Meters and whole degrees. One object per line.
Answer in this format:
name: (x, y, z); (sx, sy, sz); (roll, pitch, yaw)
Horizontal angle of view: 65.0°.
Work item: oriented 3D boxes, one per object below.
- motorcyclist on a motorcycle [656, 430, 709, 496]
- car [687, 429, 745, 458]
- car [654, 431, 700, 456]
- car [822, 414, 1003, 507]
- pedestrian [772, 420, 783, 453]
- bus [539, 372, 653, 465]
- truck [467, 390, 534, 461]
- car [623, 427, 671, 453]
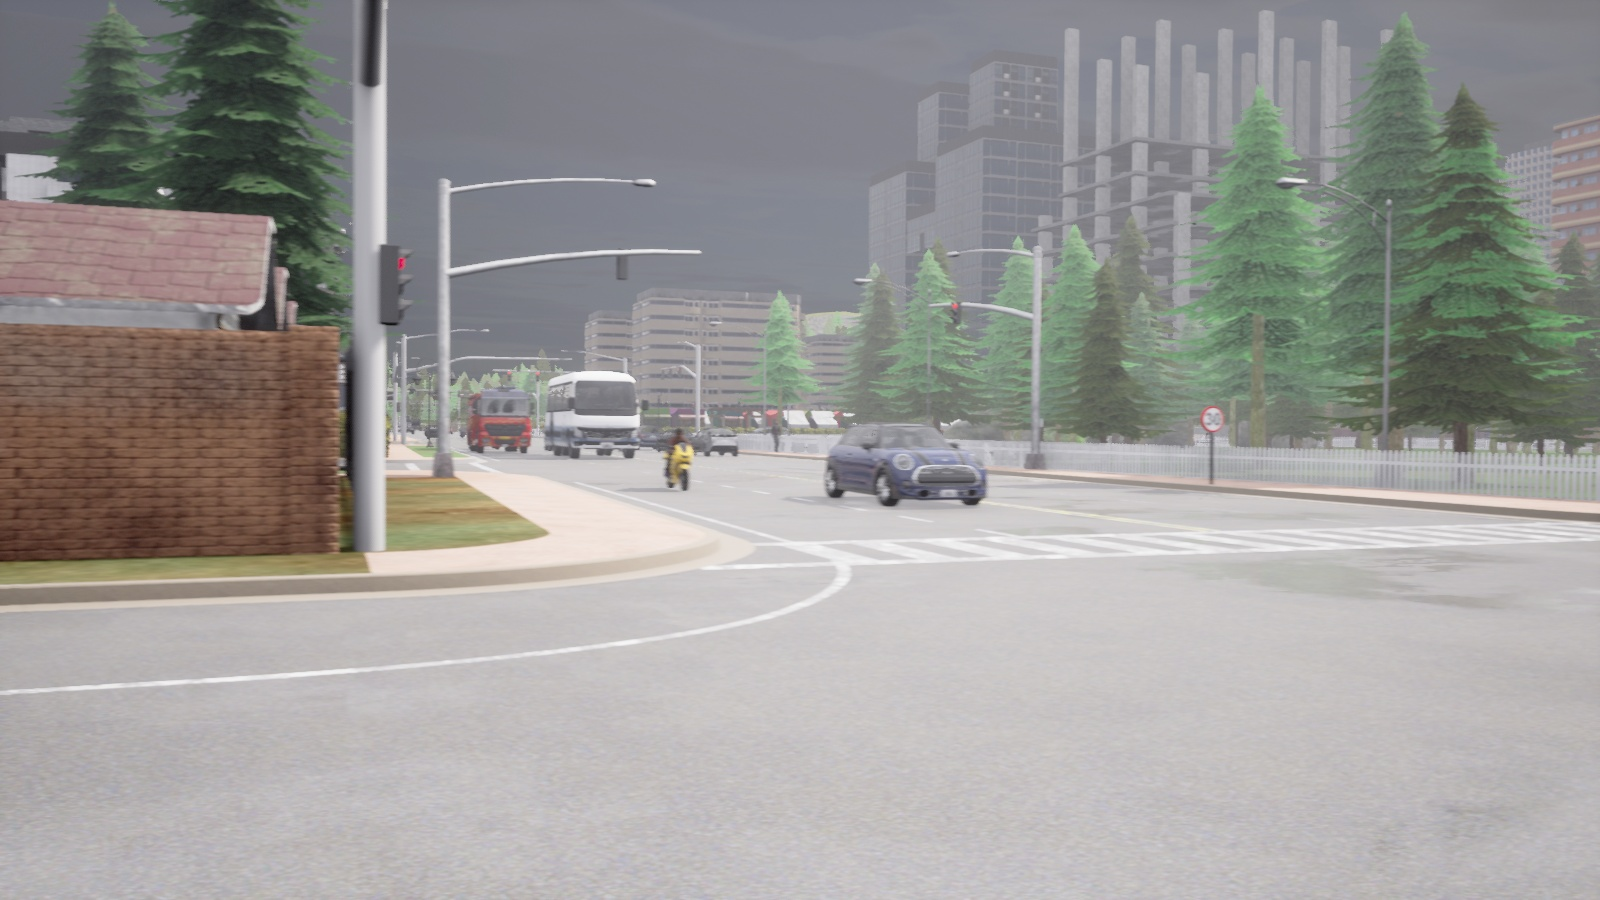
motorcyclist on a motorcycle: (-2.880, 0.288, 30.540); (0.797, 1.523, 2.044); (-1, 1, -19)
car: (-4.563, -0.369, 67.663); (2.007, 1.525, 4.514); (-1, 1, -19)
car: (-7.452, -0.408, 76.046); (1.816, 1.474, 4.193); (-1, 1, -19)
car: (2.241, 0.165, 26.446); (2.097, 1.767, 4.553); (-1, 1, -19)
pedestrian: (-1.253, -0.751, 70.474); (0.376, 1.854, 0.720); (-1, 1, -18)
bus: (-10.465, -1.535, 63.233); (3.944, 4.253, 10.273); (-1, 1, -19)
truck: (-17.433, -1.392, 72.720); (2.891, 3.827, 8.468); (-1, 1, -19)
car: (-10.304, -0.682, 84.315); (2.242, 1.667, 4.611); (-1, 1, -19)
